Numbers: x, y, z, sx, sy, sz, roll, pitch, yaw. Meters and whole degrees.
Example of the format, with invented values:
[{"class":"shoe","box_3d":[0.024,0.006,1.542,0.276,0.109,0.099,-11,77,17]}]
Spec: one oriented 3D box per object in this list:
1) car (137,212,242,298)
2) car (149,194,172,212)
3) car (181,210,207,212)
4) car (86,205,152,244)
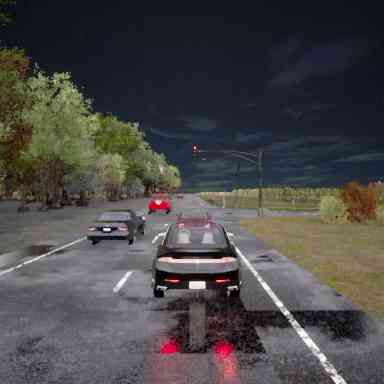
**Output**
[{"class":"car","box_3d":[0.101,1.494,8.518,2.128,1.511,4.902,0,0,0]},{"class":"car","box_3d":[-3.393,1.229,36.204,2.150,2.045,5.566,0,0,0]},{"class":"car","box_3d":[0.104,1.605,17.734,1.895,1.301,4.718,0,0,0]},{"class":"car","box_3d":[-3.396,1.551,15.801,2.033,1.411,5.357,0,0,0]}]
